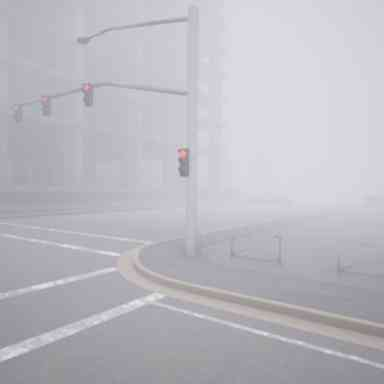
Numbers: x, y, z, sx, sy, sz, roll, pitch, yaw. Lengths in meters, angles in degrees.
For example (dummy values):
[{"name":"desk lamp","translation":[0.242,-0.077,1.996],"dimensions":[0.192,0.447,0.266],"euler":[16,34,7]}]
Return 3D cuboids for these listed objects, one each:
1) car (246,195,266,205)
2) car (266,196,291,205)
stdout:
[{"name":"car","translation":[10.294,1.229,52.359],"dimensions":[1.812,1.442,4.674],"euler":[1,0,36]},{"name":"car","translation":[13.484,1.344,50.791],"dimensions":[1.895,1.301,4.718],"euler":[1,0,36]}]
